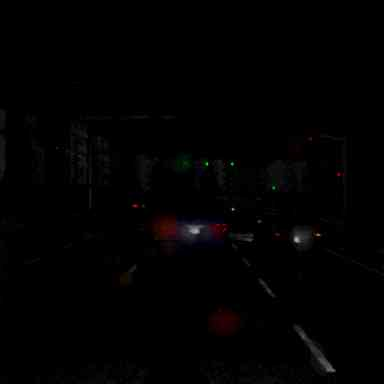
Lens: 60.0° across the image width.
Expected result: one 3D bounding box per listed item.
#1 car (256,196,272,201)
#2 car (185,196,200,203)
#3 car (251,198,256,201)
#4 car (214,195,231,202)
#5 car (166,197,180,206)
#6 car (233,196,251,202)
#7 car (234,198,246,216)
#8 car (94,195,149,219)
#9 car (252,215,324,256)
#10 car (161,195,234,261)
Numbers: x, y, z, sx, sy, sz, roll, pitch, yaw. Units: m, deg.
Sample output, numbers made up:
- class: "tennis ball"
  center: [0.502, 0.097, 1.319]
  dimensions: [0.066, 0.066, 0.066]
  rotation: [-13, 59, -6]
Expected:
- class: "car"
  center: [18.744, 1.744, 86.796]
  dimensions: [5.357, 1.411, 2.033]
  rotation: [0, 0, -36]
- class: "car"
  center: [0.150, 1.698, 73.801]
  dimensions: [1.812, 1.442, 4.674]
  rotation: [0, 0, 22]
- class: "car"
  center: [13.883, 1.729, 87.290]
  dimensions: [4.674, 1.442, 1.812]
  rotation: [0, 0, -39]
- class: "car"
  center: [7.325, 1.543, 79.719]
  dimensions: [2.097, 1.767, 4.553]
  rotation: [0, 0, 35]
- class: "car"
  center: [-3.263, 1.616, 58.825]
  dimensions: [1.882, 1.535, 5.008]
  rotation: [0, 0, 4]
- class: "car"
  center: [11.355, 1.664, 79.333]
  dimensions: [1.882, 1.535, 5.008]
  rotation: [0, 0, 38]
- class: "car"
  center: [3.927, 1.643, 33.739]
  dimensions: [1.994, 1.385, 4.181]
  rotation: [0, 0, 1]
- class: "car"
  center: [-6.371, 1.293, 29.942]
  dimensions: [5.566, 2.045, 2.150]
  rotation: [0, -1, 34]
- class: "car"
  center: [3.633, 1.594, 13.241]
  dimensions: [1.994, 1.385, 4.181]
  rotation: [0, 0, 2]
- class: "car"
  center: [0.095, 1.251, 12.507]
  dimensions: [2.150, 2.045, 5.566]
  rotation: [0, 0, 0]
